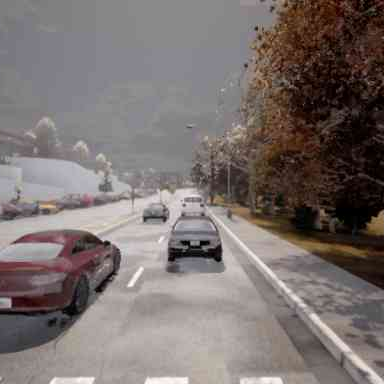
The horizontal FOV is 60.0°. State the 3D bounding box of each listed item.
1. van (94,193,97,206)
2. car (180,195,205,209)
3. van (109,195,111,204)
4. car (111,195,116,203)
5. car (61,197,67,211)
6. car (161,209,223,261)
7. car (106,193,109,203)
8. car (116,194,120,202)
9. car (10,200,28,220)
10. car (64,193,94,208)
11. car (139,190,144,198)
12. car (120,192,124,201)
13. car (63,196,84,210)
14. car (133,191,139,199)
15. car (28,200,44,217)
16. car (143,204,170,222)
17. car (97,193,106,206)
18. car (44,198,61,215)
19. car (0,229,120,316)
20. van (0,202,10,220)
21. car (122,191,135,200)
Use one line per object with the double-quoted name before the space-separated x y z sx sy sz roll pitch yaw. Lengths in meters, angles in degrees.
"van" -16.766 1.279 49.236 4.442 1.987 1.878 -1 0 -20
"car" 0.092 1.332 31.709 2.150 2.045 5.566 0 0 0
"van" -16.979 1.201 58.097 4.442 1.987 1.878 -1 1 -20
"car" -16.838 1.271 61.133 4.553 1.767 2.185 -1 1 -20
"car" -16.849 1.619 37.267 4.792 1.488 2.163 -1 0 -20
"car" 0.093 1.595 12.460 2.033 1.411 5.357 0 0 0
"car" -16.863 1.453 55.160 4.892 1.521 2.231 -1 1 -20
"car" -16.860 1.410 64.107 4.674 1.452 2.002 -1 1 -20
"car" -16.875 1.645 28.298 4.674 1.452 2.002 -1 0 -20
"car" -16.902 1.282 46.193 5.566 2.045 2.435 -1 1 -20
"car" -16.831 0.855 91.143 5.566 2.045 2.435 -1 0 -20
"car" -16.838 1.371 67.125 4.792 1.488 2.163 -1 0 -20
"car" -16.870 1.595 43.224 4.674 1.452 2.002 -1 1 -20
"car" -17.028 1.174 85.054 5.366 1.575 1.946 -1 1 -20
"car" -16.905 1.637 31.271 4.792 1.488 2.163 -1 0 -20
"car" -2.911 1.658 27.606 2.033 1.411 5.357 0 0 0
"car" -16.848 1.227 52.189 5.566 2.045 2.435 -1 0 -20
"car" -16.705 1.594 34.340 5.366 1.575 1.946 -1 0 -20
"car" -2.927 1.549 7.441 1.812 1.442 4.674 0 0 0
"van" -16.776 1.376 25.366 4.442 1.987 1.878 -1 -1 -20
"car" -16.833 1.261 79.131 4.792 1.488 2.163 -1 0 -20
